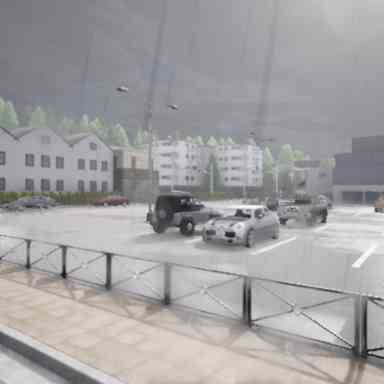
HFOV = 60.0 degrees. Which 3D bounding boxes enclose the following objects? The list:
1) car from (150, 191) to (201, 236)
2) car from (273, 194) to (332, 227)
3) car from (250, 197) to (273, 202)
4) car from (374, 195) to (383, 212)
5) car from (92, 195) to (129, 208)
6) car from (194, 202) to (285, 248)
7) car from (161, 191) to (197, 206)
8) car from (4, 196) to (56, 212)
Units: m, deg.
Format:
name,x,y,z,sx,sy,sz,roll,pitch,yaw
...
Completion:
name,x,y,z,sx,sy,sz,roll,pitch,yaw
car,-0.280,1.021,16.078,1.905,1.878,3.866,0,0,35
car,6.938,1.060,20.617,1.932,1.855,4.605,0,0,35
car,7.028,1.219,32.800,2.007,1.523,4.514,0,0,35
car,19.515,1.134,33.021,2.152,1.636,5.027,0,0,35
car,-10.070,1.095,41.398,1.882,1.535,5.008,0,0,35
car,2.085,1.324,13.664,1.970,1.475,3.806,0,0,35
car,-1.696,0.859,47.160,2.150,2.045,5.566,0,0,35
car,-15.991,1.109,33.041,2.128,1.511,4.902,0,0,35
